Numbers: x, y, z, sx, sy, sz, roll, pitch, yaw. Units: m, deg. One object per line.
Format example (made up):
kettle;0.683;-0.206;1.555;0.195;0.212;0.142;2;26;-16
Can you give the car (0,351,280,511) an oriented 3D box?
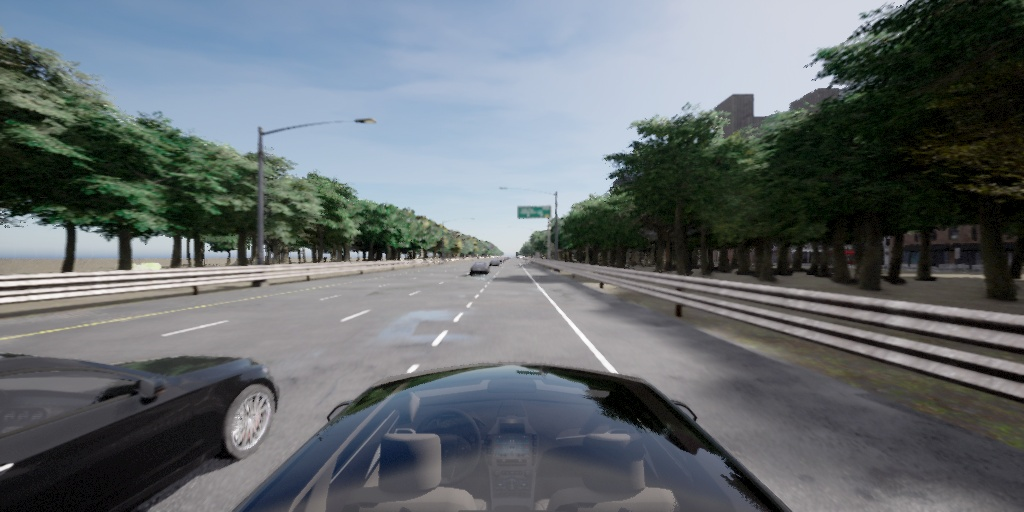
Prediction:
car;-3.500;1.275;2.052;1.812;1.442;4.674;0;0;0

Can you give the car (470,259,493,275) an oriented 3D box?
car;-3.449;1.317;39.202;1.994;1.385;4.181;0;0;0
